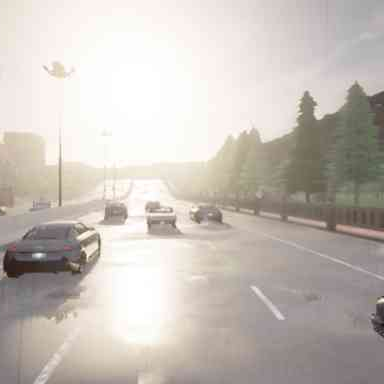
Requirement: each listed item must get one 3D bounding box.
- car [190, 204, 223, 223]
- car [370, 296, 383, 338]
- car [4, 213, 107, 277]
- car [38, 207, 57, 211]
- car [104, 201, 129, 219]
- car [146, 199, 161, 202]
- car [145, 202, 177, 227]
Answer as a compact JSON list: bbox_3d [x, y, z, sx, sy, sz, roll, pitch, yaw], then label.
[{"bbox_3d":[0.999,1.570,25.451,1.994,1.385,4.181,0,0,-8],"label":"car"},{"bbox_3d":[3.544,1.527,2.298,2.033,1.411,5.357,0,0,-2],"label":"car"},{"bbox_3d":[-4.106,1.594,10.470,1.994,1.385,4.181,0,0,-6],"label":"car"},{"bbox_3d":[-14.372,1.670,32.736,1.994,1.385,4.181,0,0,-8],"label":"car"},{"bbox_3d":[-6.709,1.534,29.944,1.882,1.535,5.008,0,0,-8],"label":"car"},{"bbox_3d":[-4.831,1.615,41.507,1.994,1.385,4.181,0,0,-8],"label":"car"},{"bbox_3d":[-2.168,1.626,22.917,1.895,1.301,4.718,0,0,-8],"label":"car"}]
